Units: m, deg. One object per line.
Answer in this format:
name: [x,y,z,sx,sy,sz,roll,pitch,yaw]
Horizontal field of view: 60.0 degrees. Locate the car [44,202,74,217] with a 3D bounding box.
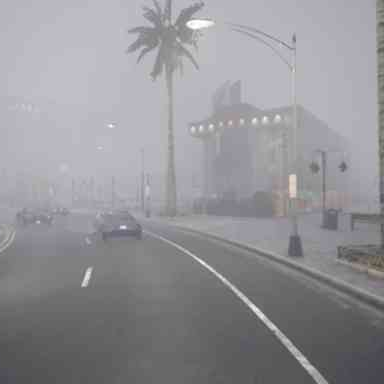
car: [-13.662,1.723,32.160,2.033,1.411,5.357,0,0,-44]

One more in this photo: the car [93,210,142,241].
car: [-4.023,1.650,17.576,1.994,1.385,4.181,0,0,-22]

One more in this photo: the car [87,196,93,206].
car: [-19.200,1.561,59.600,4.553,1.767,2.185,0,0,35]

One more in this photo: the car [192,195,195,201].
car: [1.075,1.668,59.494,4.674,1.452,2.002,0,0,35]

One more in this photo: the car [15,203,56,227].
car: [-11.610,1.737,24.217,1.895,1.301,4.718,0,0,-35]
